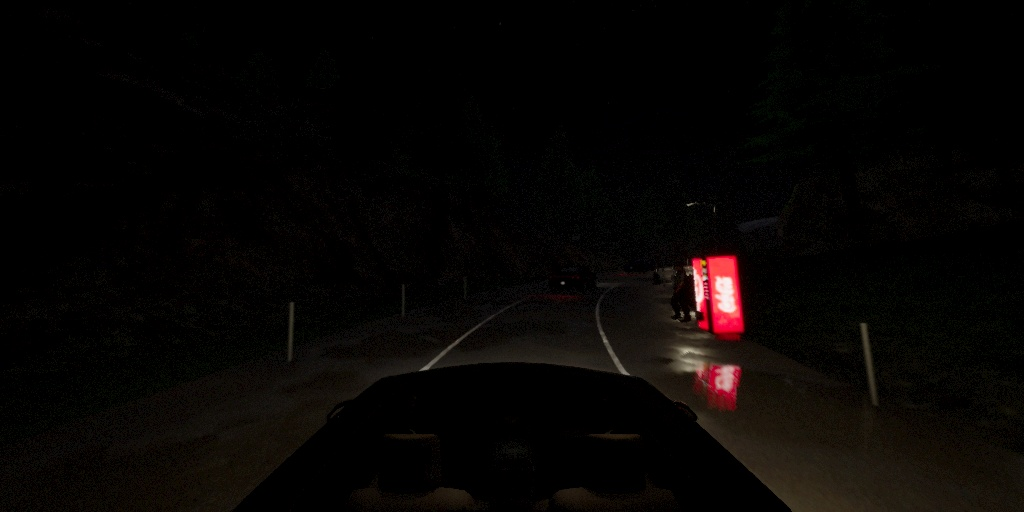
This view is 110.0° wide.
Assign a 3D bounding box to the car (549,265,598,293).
[{"bbox_3d":[3.746,1.267,21.346,1.882,1.535,5.008,-2,0,25],"label":"car"}]

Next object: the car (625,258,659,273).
[{"bbox_3d":[13.516,0.919,37.238,1.882,1.535,5.008,-4,-1,44],"label":"car"}]

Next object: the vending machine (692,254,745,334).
[{"bbox_3d":[5.744,0.987,9.875,1.100,2.100,0.880,0,0,10],"label":"vending machine"}]

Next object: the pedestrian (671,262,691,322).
[{"bbox_3d":[5.173,1.088,11.025,0.375,1.860,0.375,4,-4,12],"label":"pedestrian"}]
